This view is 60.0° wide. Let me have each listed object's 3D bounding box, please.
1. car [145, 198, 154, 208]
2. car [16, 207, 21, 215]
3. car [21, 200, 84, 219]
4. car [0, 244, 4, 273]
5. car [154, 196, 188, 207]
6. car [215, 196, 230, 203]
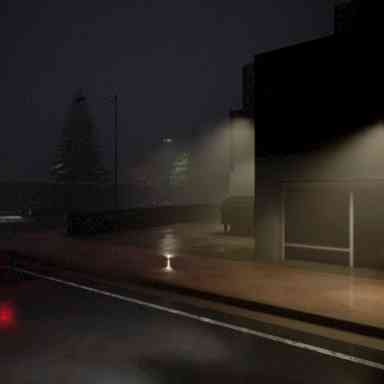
[{"bbox_3d":[-4.403,1.352,45.683,2.097,1.767,4.553,0,0,37],"label":"car"},{"bbox_3d":[-14.479,1.563,31.863,1.994,1.385,4.181,0,0,36],"label":"car"},{"bbox_3d":[-11.935,1.490,29.411,2.128,1.511,4.902,0,0,36],"label":"car"},{"bbox_3d":[-6.788,1.525,9.036,4.674,1.442,1.812,0,0,39],"label":"car"},{"bbox_3d":[-2.292,1.525,42.665,1.812,1.442,4.674,0,0,36],"label":"car"},{"bbox_3d":[6.192,1.504,58.941,4.902,1.511,2.128,0,0,-44],"label":"car"}]
